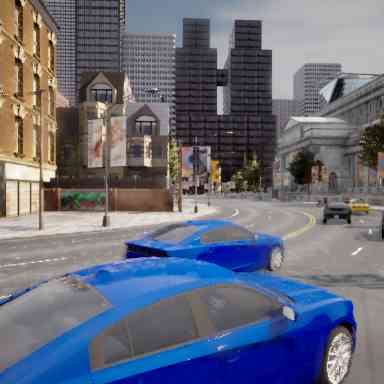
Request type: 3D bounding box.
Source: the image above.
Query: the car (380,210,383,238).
[{"bbox_3d":[10.979,1.346,17.180,2.097,1.767,4.553,0,0,30],"label":"car"}]

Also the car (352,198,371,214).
[{"bbox_3d":[16.918,1.440,34.808,1.801,1.575,5.366,0,0,9],"label":"car"}]

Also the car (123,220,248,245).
[{"bbox_3d":[0.542,1.471,8.795,5.008,1.535,1.882,0,0,-44],"label":"car"}]

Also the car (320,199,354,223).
[{"bbox_3d":[11.160,1.492,25.867,1.837,1.490,4.892,1,0,21],"label":"car"}]

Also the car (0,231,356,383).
[{"bbox_3d":[-0.161,1.475,3.532,5.008,1.535,1.882,0,0,-37],"label":"car"}]
